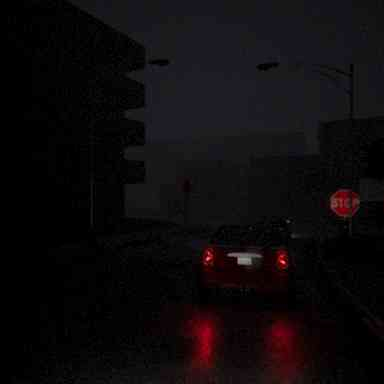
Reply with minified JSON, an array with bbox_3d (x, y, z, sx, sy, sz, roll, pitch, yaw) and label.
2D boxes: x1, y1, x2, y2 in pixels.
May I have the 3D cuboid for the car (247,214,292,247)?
[{"bbox_3d":[4.427,2.015,18.523,1.994,1.385,4.181,1,-1,19],"label":"car"}]

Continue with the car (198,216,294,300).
[{"bbox_3d":[1.527,1.544,9.166,2.097,1.767,4.553,0,-1,11],"label":"car"}]
